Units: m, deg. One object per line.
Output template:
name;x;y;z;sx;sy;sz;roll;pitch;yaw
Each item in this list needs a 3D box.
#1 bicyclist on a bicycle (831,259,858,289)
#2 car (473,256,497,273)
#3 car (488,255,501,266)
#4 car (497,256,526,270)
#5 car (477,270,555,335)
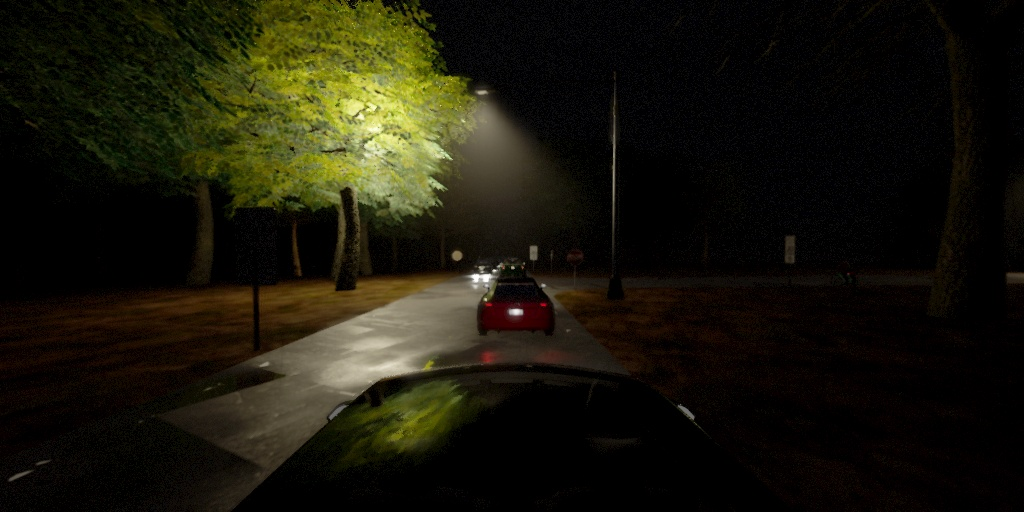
bicyclist on a bicycle;18.538;0.993;20.010;0.582;1.620;1.656;-1;0;0
car;-3.104;1.077;39.255;2.128;1.511;4.902;1;0;0
car;-3.052;0.765;63.989;2.097;1.767;4.553;0;0;0
car;0.083;0.981;31.032;2.097;1.767;4.553;0;0;0
car;0.095;1.288;10.460;1.994;1.385;4.181;0;0;0
